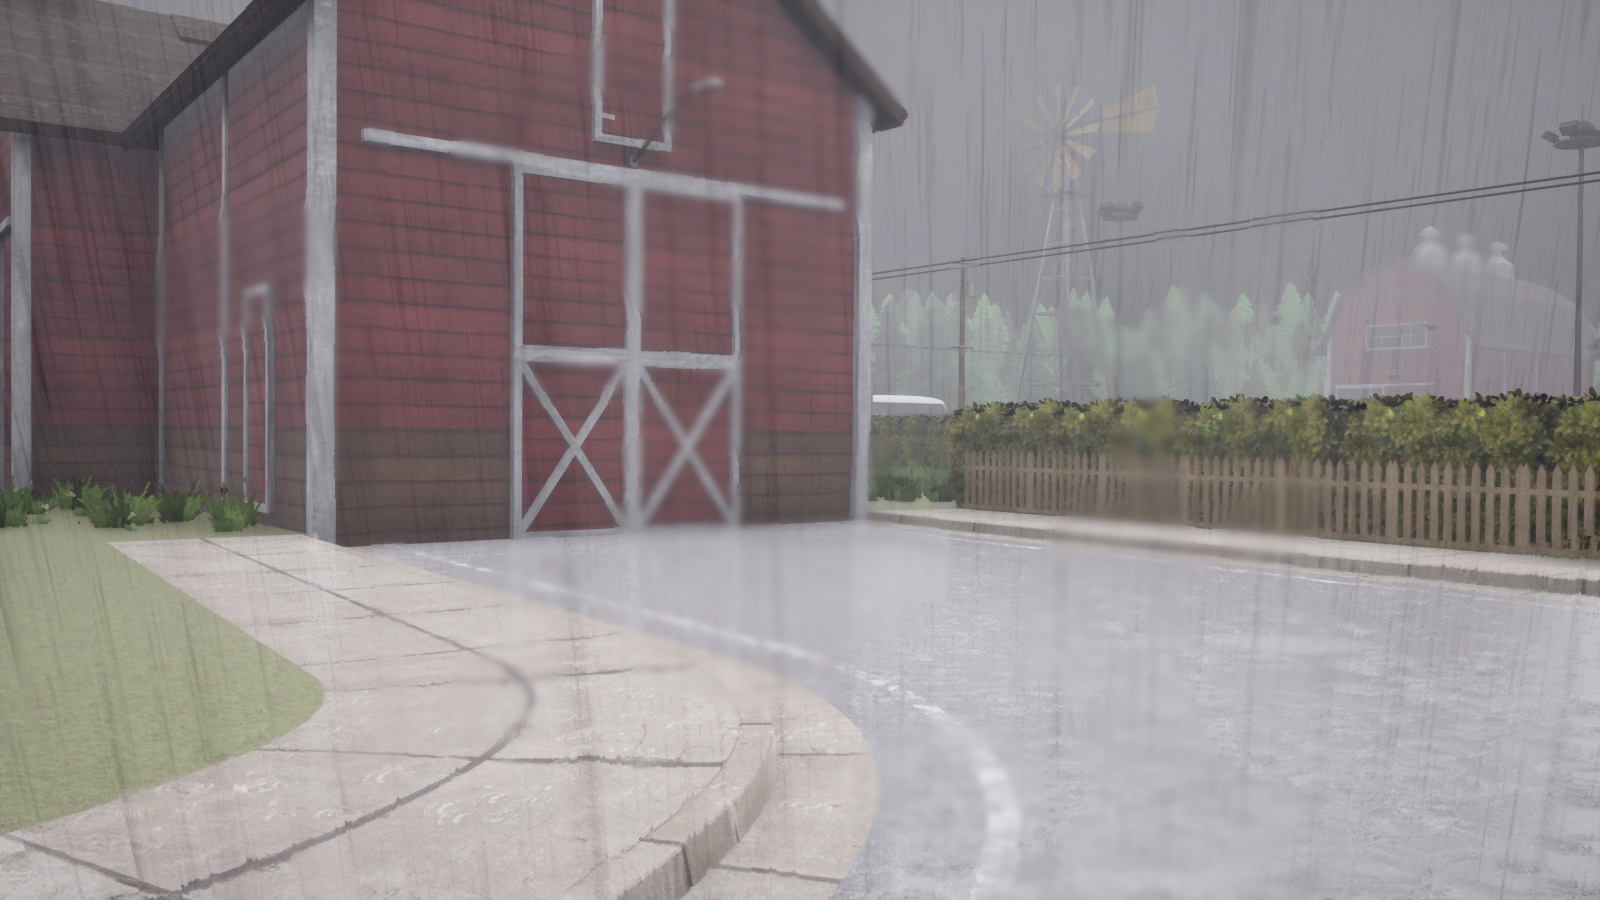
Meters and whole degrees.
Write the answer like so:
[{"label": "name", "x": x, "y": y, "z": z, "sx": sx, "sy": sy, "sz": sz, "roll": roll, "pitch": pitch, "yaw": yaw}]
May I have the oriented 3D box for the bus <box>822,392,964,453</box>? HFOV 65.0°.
[{"label": "bus", "x": 6.868, "y": -1.993, "z": 91.683, "sx": 10.273, "sy": 4.253, "sz": 3.944, "roll": -1, "pitch": 1, "yaw": -37}]
